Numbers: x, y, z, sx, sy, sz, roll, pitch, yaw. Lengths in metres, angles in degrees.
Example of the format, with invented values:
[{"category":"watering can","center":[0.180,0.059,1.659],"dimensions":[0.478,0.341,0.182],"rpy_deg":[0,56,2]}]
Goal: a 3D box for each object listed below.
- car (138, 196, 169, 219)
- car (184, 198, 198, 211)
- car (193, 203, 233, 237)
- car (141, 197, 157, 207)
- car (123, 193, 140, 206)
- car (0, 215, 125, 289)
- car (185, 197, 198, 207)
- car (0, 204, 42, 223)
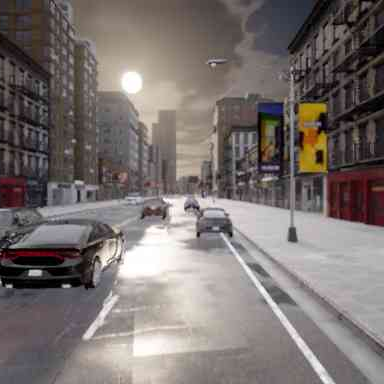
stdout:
[{"category":"car","center":[-3.195,1.368,29.620],"dimensions":[2.097,1.767,4.553],"rpy_deg":[0,0,0]},{"category":"car","center":[-0.023,1.618,41.452],"dimensions":[1.895,1.301,4.718],"rpy_deg":[0,0,0]},{"category":"car","center":[1.110,1.537,17.811],"dimensions":[1.812,1.442,4.674],"rpy_deg":[0,0,0]},{"category":"car","center":[-6.657,1.547,51.902],"dimensions":[1.812,1.442,4.674],"rpy_deg":[0,0,0]},{"category":"car","center":[-9.893,1.243,55.545],"dimensions":[2.150,2.045,5.566],"rpy_deg":[0,0,0]},{"category":"car","center":[-3.164,1.485,9.194],"dimensions":[1.882,1.535,5.008],"rpy_deg":[0,0,0]},{"category":"car","center":[-0.080,1.568,52.016],"dimensions":[2.033,1.411,5.357],"rpy_deg":[0,0,0]},{"category":"car","center":[-6.616,1.361,11.400],"dimensions":[2.097,1.767,4.553],"rpy_deg":[0,0,0]}]
